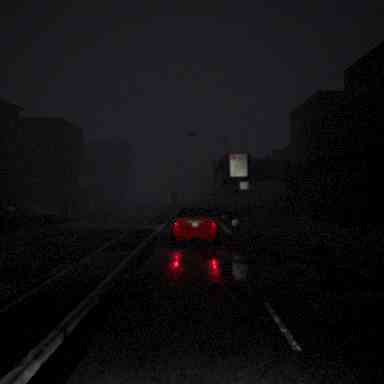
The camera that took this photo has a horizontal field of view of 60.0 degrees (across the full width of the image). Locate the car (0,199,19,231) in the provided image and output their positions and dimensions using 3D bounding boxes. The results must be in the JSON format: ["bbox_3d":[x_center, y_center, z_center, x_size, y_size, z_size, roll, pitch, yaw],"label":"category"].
[{"bbox_3d":[-13.236,1.350,18.557,5.566,2.045,2.435,0,-1,0],"label":"car"}]

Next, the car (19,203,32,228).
[{"bbox_3d":[-13.198,1.505,21.312,4.553,1.767,2.185,0,-1,0],"label":"car"}]

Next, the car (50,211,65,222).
[{"bbox_3d":[-13.088,1.697,26.824,5.366,1.575,1.946,0,-1,0],"label":"car"}]

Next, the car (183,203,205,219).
[{"bbox_3d":[0.227,1.869,33.750,2.033,1.411,5.357,0,-1,0],"label":"car"}]

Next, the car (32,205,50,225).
[{"bbox_3d":[-13.255,1.704,24.065,4.674,1.452,2.002,0,-1,0],"label":"car"}]

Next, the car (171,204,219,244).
[{"bbox_3d":[0.140,1.430,16.321,2.097,1.767,4.553,0,0,0],"label":"car"}]
